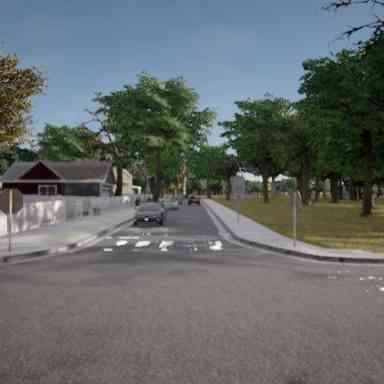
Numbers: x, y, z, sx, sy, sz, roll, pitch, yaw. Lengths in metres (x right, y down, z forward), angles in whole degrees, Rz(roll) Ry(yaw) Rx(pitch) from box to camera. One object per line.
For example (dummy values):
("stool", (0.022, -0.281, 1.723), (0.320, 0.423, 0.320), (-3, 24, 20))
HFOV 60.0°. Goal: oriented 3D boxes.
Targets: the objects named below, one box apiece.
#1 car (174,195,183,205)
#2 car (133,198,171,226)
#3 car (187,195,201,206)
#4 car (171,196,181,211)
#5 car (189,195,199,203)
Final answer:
("car", (-2.461, 1.292, 52.334), (2.128, 1.511, 4.902), (0, 0, 1))
("car", (-2.714, 1.384, 22.329), (1.837, 1.490, 4.892), (0, 0, 0))
("car", (0.315, 1.307, 51.332), (1.837, 1.490, 4.892), (0, 0, 0))
("car", (-2.609, 1.432, 38.067), (1.895, 1.301, 4.718), (0, 0, 0))
("car", (0.383, 1.308, 61.754), (1.812, 1.442, 4.674), (0, 0, 0))
